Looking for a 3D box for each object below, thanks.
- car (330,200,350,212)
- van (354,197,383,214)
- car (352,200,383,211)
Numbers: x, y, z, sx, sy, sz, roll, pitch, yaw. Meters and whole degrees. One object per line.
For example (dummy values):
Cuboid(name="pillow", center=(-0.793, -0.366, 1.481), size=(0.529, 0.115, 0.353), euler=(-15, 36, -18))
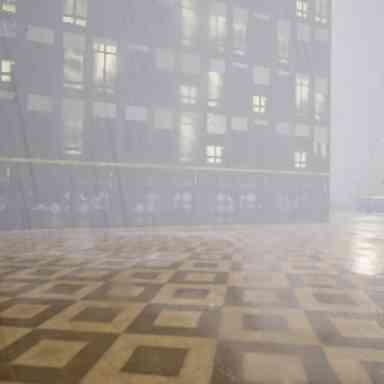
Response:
Cuboid(name="car", center=(17.076, 1.686, 40.320), size=(1.802, 1.307, 4.206), euler=(1, -1, -22))
Cuboid(name="van", center=(19.260, 1.403, 35.223), size=(1.690, 1.788, 3.998), euler=(1, -1, -22))
Cuboid(name="car", center=(24.075, 1.787, 44.854), size=(1.887, 1.381, 4.507), euler=(1, -1, -21))
